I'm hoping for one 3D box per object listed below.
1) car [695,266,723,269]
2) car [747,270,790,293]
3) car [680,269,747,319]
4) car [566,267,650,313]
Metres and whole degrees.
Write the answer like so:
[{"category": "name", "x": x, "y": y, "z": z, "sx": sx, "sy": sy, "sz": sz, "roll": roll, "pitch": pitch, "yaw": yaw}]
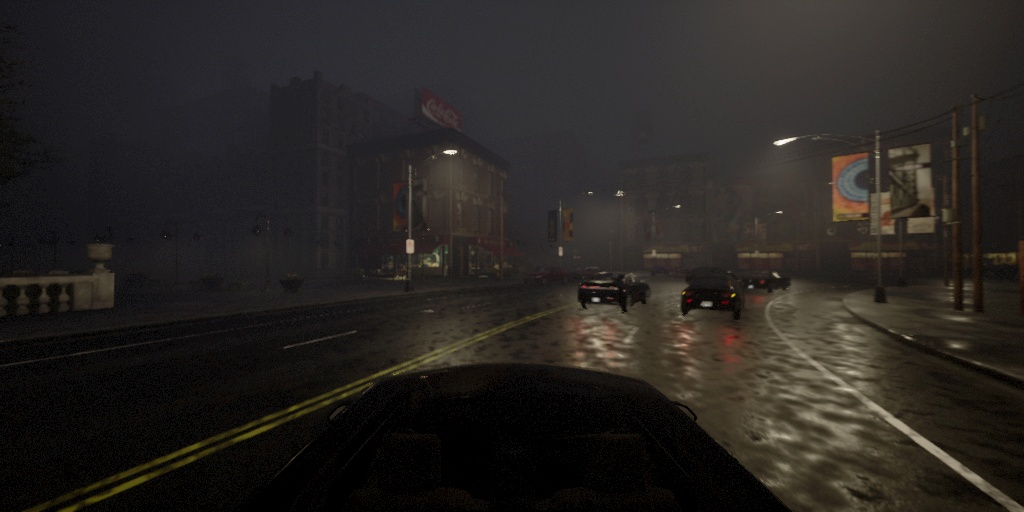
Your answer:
[{"category": "car", "x": 14.573, "y": 1.494, "z": 26.188, "sx": 5.008, "sy": 1.535, "sz": 1.882, "roll": 0, "pitch": -1, "yaw": -38}, {"category": "car", "x": 16.101, "y": 1.579, "z": 22.977, "sx": 4.718, "sy": 1.301, "sz": 1.895, "roll": 0, "pitch": -1, "yaw": -39}, {"category": "car", "x": 7.645, "y": 1.404, "z": 13.576, "sx": 1.812, "sy": 1.442, "sz": 4.674, "roll": -1, "pitch": -1, "yaw": 35}, {"category": "car", "x": 4.394, "y": 1.391, "z": 15.025, "sx": 2.128, "sy": 1.511, "sz": 4.902, "roll": -1, "pitch": -1, "yaw": 34}]
